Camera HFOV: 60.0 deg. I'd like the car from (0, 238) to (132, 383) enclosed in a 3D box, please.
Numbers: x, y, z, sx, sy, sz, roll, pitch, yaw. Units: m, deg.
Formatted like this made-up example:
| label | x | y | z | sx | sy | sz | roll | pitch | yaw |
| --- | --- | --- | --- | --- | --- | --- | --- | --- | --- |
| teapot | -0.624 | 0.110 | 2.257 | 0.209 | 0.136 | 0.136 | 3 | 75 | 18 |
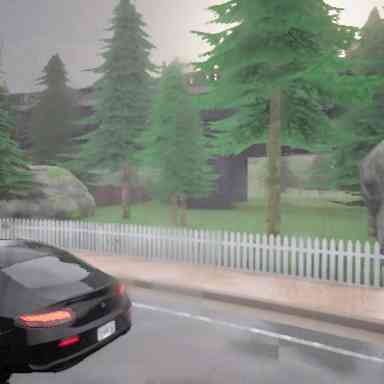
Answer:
| label | x | y | z | sx | sy | sz | roll | pitch | yaw |
| --- | --- | --- | --- | --- | --- | --- | --- | --- | --- |
| car | -3.079 | 1.448 | 4.958 | 4.674 | 1.442 | 1.812 | 1 | 1 | 26 |
